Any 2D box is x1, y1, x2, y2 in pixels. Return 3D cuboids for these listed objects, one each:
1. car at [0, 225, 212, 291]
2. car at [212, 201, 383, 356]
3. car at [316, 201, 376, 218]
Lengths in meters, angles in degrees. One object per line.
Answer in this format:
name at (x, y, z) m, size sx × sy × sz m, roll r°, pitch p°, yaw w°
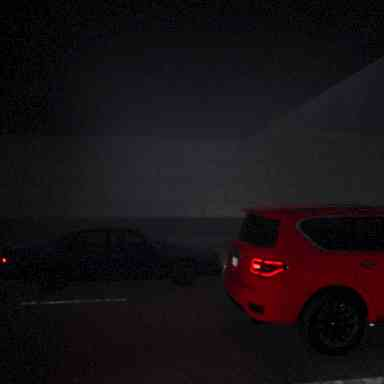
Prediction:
car at (-1.952, 1.579, 8.624) m, size 5.357 × 1.411 × 2.033 m, roll 0°, pitch 0°, yaw -8°
car at (3.352, 1.253, 5.827) m, size 5.566 × 2.045 × 2.150 m, roll 0°, pitch 0°, yaw -8°
car at (14.937, 1.667, 32.365) m, size 4.902 × 1.511 × 2.128 m, roll 0°, pitch 0°, yaw -8°
